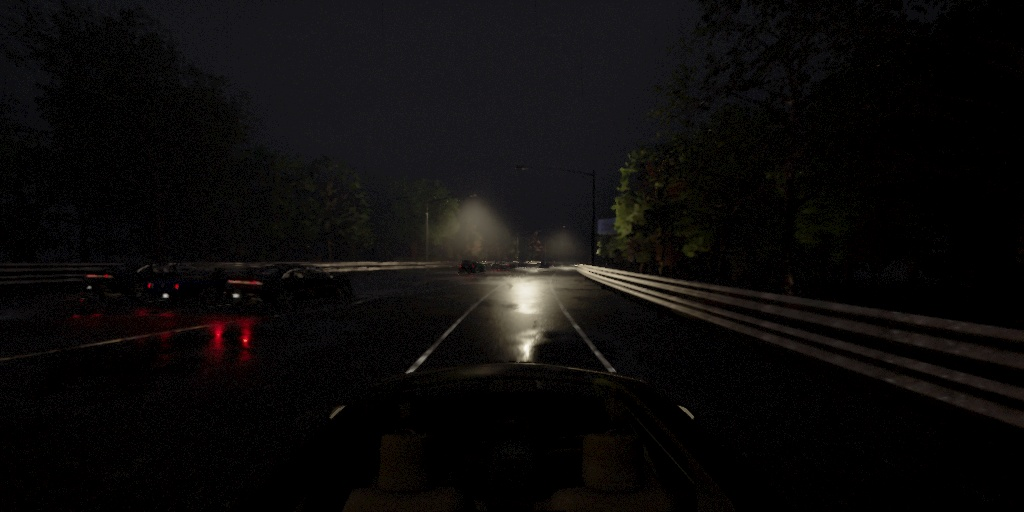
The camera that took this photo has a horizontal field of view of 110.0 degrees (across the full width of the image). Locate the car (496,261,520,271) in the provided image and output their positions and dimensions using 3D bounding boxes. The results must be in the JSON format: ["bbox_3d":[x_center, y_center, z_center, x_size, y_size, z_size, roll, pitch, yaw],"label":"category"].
[{"bbox_3d":[-0.567,1.695,61.155,2.128,1.511,4.902,0,-1,13],"label":"car"}]

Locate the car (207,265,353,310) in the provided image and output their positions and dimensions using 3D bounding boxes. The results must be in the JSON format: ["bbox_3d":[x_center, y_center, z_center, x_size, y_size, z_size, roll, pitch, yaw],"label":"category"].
[{"bbox_3d":[-8.293,1.106,13.894,2.128,1.511,4.902,2,0,14],"label":"car"}]

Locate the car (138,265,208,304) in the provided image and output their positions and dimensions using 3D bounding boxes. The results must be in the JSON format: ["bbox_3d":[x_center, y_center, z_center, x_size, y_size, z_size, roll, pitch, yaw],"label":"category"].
[{"bbox_3d":[-11.688,1.133,14.793,1.895,1.301,4.718,0,-1,14],"label":"car"}]

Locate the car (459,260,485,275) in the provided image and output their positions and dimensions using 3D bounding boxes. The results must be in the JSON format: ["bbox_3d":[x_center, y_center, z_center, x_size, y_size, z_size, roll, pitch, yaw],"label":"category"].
[{"bbox_3d":[-4.770,1.298,43.582,2.097,1.767,4.553,0,-1,13],"label":"car"}]

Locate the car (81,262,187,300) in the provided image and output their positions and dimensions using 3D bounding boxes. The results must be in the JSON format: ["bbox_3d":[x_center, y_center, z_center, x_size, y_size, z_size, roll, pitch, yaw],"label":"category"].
[{"bbox_3d":[-15.086,0.997,15.644,2.128,1.511,4.902,0,-1,14],"label":"car"}]
